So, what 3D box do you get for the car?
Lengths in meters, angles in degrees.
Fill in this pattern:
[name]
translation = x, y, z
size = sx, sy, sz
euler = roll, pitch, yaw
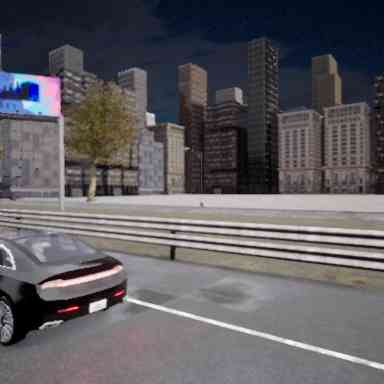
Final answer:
[car]
translation = -3.385, 1.501, 6.407
size = 4.902, 1.511, 2.128
euler = 0, 0, 35
